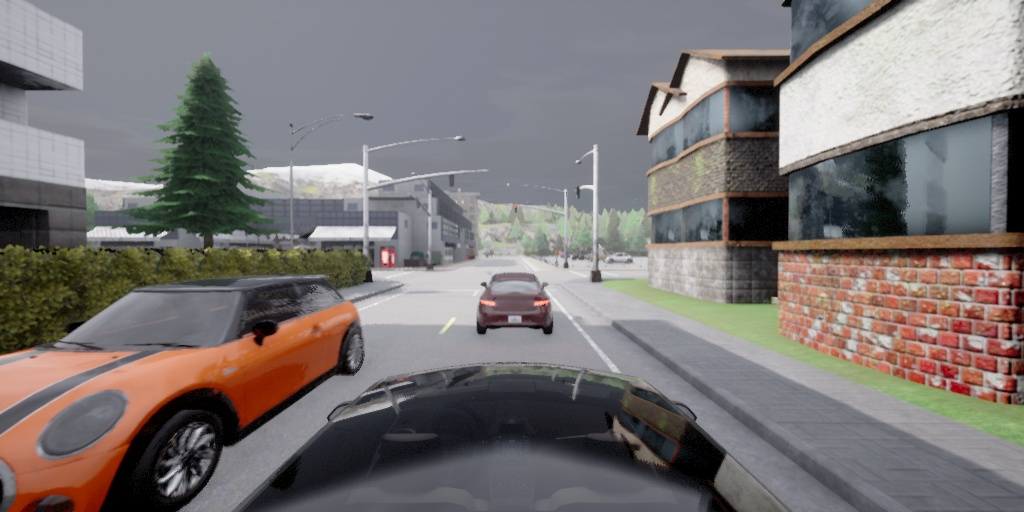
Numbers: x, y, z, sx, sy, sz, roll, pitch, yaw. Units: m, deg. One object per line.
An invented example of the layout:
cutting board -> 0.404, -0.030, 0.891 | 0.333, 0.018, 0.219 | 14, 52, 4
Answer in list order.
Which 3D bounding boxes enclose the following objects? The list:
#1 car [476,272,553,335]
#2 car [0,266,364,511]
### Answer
car -> 0.071, 1.161, 9.997 | 1.812, 1.442, 4.674 | 0, 1, 0
car -> -3.587, 1.067, 4.234 | 2.097, 1.767, 4.553 | 0, 1, 0
